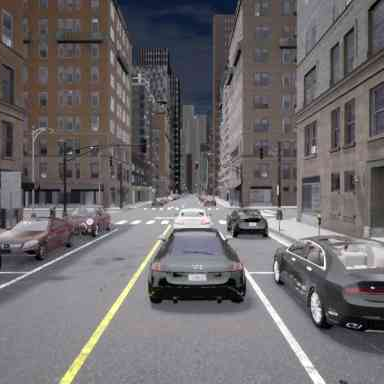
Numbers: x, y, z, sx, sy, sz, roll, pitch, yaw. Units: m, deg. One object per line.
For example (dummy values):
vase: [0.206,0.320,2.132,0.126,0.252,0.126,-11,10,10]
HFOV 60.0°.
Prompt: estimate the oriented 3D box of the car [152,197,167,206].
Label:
car: [-5.579,1.618,54.867,1.802,1.307,4.206,0,0,0]

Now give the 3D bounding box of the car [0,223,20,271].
car: [-5.663,1.566,6.761,1.947,1.339,4.313,0,0,0]

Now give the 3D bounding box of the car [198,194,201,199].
car: [3.006,1.525,76.481,1.967,1.590,4.097,0,0,0]

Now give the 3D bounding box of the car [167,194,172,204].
car: [-5.548,1.607,65.684,2.008,1.369,4.403,0,0,0]

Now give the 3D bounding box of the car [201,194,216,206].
car: [2.945,1.477,54.845,1.967,1.590,4.097,0,0,0]

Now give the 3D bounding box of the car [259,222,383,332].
car: [2.862,1.551,6.753,2.008,1.369,4.403,0,0,0]

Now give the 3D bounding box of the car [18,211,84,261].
car: [-5.658,1.582,12.263,1.802,1.307,4.206,0,0,0]

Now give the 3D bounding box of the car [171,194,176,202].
car: [-5.503,1.627,81.740,1.752,1.417,4.829,0,0,0]

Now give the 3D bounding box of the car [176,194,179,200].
car: [-5.473,1.458,92.727,2.192,1.841,5.009,0,0,0]

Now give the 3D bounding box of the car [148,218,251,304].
car: [0.091,1.564,8.219,1.994,1.385,4.181,0,0,0]

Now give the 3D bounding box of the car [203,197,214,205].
car: [2.961,1.572,60.425,1.752,1.417,4.829,0,0,0]

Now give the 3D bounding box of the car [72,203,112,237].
car: [-5.652,1.441,17.764,1.967,1.590,4.097,0,0,0]

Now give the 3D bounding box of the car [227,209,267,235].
car: [2.874,1.567,17.755,1.947,1.339,4.313,0,0,0]

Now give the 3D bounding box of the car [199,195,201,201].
car: [2.977,1.608,65.663,2.008,1.369,4.403,0,0,0]

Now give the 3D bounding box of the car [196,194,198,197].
car: [3.051,1.458,92.709,2.192,1.841,5.009,0,0,0]

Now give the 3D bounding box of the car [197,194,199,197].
car: [3.037,1.562,87.299,1.967,1.590,4.097,0,0,0]

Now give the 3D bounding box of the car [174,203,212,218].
car: [0.052,1.527,16.978,1.812,1.442,4.674,0,0,1]
